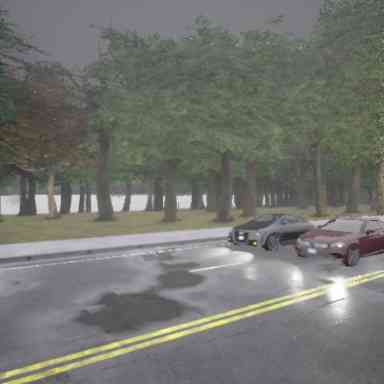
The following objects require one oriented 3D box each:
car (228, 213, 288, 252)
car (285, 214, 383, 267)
[{"bbox_3d":[3.551,1.607,14.179,4.181,1.385,1.994,0,0,-35],"label":"car"},{"bbox_3d":[5.621,1.570,11.664,4.674,1.442,1.812,0,0,-35],"label":"car"}]
